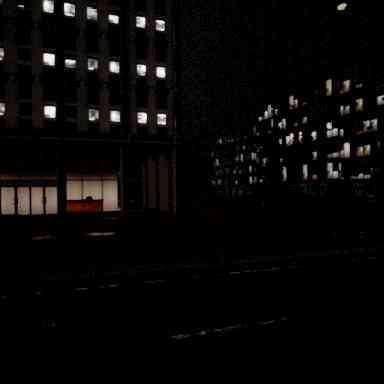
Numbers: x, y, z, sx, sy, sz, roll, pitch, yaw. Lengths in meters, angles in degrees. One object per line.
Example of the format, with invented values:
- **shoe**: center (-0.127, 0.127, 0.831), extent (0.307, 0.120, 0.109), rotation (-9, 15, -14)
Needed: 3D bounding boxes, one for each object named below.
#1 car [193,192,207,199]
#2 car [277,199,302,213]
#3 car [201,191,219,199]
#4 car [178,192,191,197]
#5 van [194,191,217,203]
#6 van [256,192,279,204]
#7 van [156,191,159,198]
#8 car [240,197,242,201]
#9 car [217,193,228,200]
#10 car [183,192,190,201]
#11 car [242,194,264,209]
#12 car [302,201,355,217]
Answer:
- **car**: center (1.974, 0.706, 80.266), extent (1.967, 1.590, 4.097), rotation (0, 1, -21)
- **car**: center (10.231, 1.399, 34.759), extent (1.802, 1.307, 4.206), rotation (0, 1, -21)
- **car**: center (3.997, 0.634, 74.954), extent (2.192, 1.841, 5.009), rotation (0, 1, -21)
- **car**: center (-2.074, 0.710, 90.888), extent (2.008, 1.369, 4.403), rotation (0, 1, -21)
- **van**: center (2.240, 0.952, 56.038), extent (1.690, 1.788, 3.998), rotation (0, 1, -21)
- **van**: center (12.093, 0.870, 53.710), extent (1.690, 1.788, 3.998), rotation (0, 1, -21)
- **van**: center (-7.881, 0.688, 82.593), extent (1.690, 1.788, 3.998), rotation (0, 1, -21)
- **car**: center (10.071, 1.059, 59.023), extent (1.802, 1.307, 4.206), rotation (0, 1, -21)
- **car**: center (6.023, 0.954, 69.646), extent (1.802, 1.307, 4.206), rotation (0, 1, -21)
- **car**: center (-1.808, 1.056, 66.662), extent (2.008, 1.369, 4.403), rotation (0, 1, -21)
- **car**: center (8.262, 1.331, 40.090), extent (1.947, 1.339, 4.313), rotation (0, 1, -21)
- **car**: center (12.239, 1.433, 29.440), extent (1.947, 1.339, 4.313), rotation (0, 1, -21)
